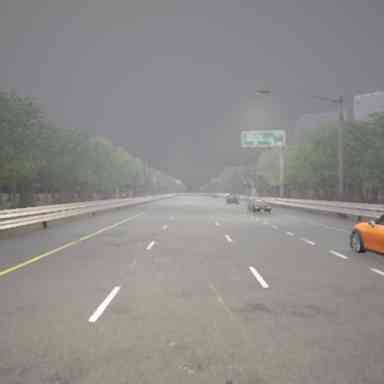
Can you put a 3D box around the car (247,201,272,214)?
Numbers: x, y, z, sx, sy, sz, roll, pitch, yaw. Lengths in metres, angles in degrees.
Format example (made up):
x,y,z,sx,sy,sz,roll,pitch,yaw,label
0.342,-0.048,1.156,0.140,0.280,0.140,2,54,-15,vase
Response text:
x,y,z,sx,sy,sz,roll,pitch,yaw,label
7.074,1.586,35.544,1.895,1.301,4.718,0,0,0,car

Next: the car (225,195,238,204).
x,y,z,sx,sy,sz,roll,pitch,yaw,label
7.180,1.308,60.729,2.097,1.767,4.553,0,0,0,car

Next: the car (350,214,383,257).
x,y,z,sx,sy,sz,roll,pitch,yaw,label
7.008,1.352,10.726,2.097,1.767,4.553,0,0,0,car
